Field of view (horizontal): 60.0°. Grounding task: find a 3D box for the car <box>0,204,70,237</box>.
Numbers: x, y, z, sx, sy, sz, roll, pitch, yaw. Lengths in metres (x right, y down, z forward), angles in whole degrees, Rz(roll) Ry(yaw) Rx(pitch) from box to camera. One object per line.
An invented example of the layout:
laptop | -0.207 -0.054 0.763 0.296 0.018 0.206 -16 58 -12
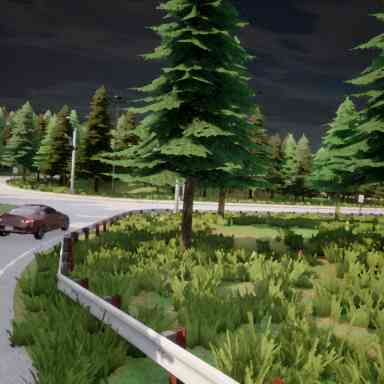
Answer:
car | -7.660 1.337 16.413 1.812 1.442 4.674 4 1 2
